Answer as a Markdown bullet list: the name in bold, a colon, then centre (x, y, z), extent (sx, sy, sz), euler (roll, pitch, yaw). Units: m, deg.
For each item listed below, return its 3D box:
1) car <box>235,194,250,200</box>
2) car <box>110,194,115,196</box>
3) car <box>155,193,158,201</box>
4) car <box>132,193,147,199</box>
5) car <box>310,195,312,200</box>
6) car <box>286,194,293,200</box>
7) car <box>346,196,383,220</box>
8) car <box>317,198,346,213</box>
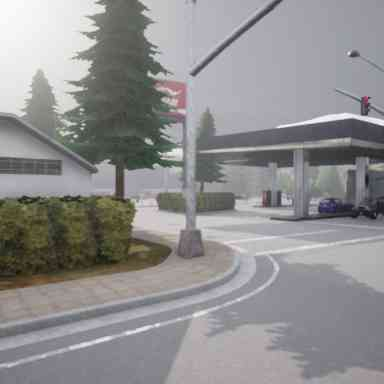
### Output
- **car**: centre (12.428, 1.301, 84.125), extent (1.845, 1.501, 3.633), euler (0, 0, -36)
- **car**: centre (-17.663, 1.289, 75.507), extent (2.007, 1.523, 4.514), euler (0, 0, -36)
- **car**: centre (-6.156, 1.086, 71.508), extent (1.932, 1.855, 4.605), euler (0, 0, -36)
- **car**: centre (-13.862, 1.142, 87.403), extent (2.152, 1.636, 5.027), euler (0, 0, -36)
- **car**: centre (29.024, 1.317, 86.794), extent (2.007, 1.523, 4.514), euler (0, 0, -36)
- **car**: centre (26.520, 1.309, 84.904), extent (2.152, 1.636, 5.027), euler (0, 0, -36)
- **car**: centre (15.245, 1.304, 28.289), extent (3.866, 1.878, 1.905), euler (0, 0, -36)
- **car**: centre (15.414, 1.470, 35.419), extent (4.611, 1.667, 2.242), euler (0, 0, -36)
